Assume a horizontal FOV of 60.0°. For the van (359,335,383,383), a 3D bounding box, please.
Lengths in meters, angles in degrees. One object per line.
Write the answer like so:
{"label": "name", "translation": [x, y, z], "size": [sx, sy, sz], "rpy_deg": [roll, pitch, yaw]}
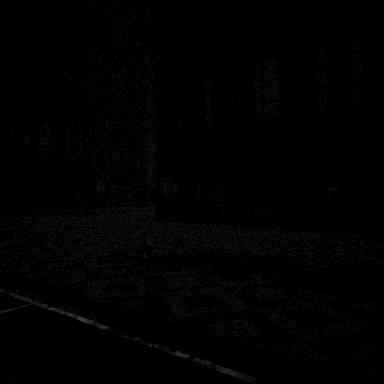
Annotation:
{"label": "van", "translation": [2.692, 1.341, 1.063], "size": [3.998, 1.788, 1.690], "rpy_deg": [0, 0, 35]}
